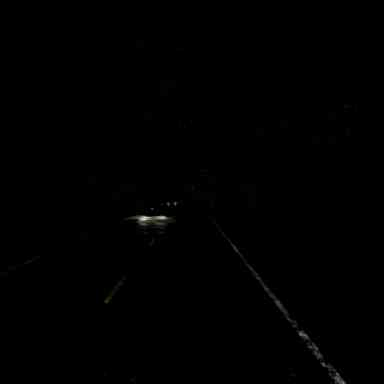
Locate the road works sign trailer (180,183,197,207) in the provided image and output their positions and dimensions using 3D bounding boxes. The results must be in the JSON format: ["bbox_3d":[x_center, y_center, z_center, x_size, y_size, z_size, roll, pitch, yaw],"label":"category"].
[{"bbox_3d":[-0.438,0.470,51.708,2.380,3.560,2.880,0,0,-1],"label":"road works sign trailer"}]

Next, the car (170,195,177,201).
[{"bbox_3d":[-4.470,1.310,75.743,1.812,1.442,4.674,0,0,-1],"label":"car"}]

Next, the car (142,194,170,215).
[{"bbox_3d":[-3.796,1.224,34.226,2.150,2.045,5.566,0,0,-1],"label":"car"}]
